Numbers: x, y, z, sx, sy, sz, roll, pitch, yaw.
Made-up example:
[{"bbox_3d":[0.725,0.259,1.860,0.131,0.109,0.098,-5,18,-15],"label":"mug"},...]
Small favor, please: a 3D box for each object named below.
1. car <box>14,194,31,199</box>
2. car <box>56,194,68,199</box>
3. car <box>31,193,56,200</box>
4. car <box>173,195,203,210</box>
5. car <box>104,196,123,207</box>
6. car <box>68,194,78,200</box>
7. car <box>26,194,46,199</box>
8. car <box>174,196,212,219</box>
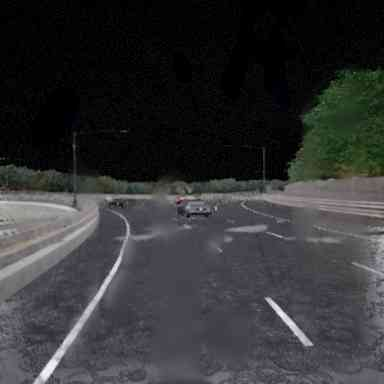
[{"bbox_3d":[-42.073,1.119,82.425,5.008,1.535,1.882,0,1,34],"label":"car"},{"bbox_3d":[-32.217,1.251,78.951,4.674,1.442,1.812,0,1,40],"label":"car"},{"bbox_3d":[-33.801,1.301,75.681,5.357,1.411,2.033,0,1,40],"label":"car"},{"bbox_3d":[-0.549,1.172,39.524,1.882,1.535,5.008,0,0,-21],"label":"car"},{"bbox_3d":[-10.696,1.265,45.195,1.837,1.490,4.892,0,0,-27],"label":"car"},{"bbox_3d":[-30.001,1.175,81.650,4.892,1.490,1.837,0,1,40],"label":"car"},{"bbox_3d":[-39.984,1.136,85.234,5.357,1.411,2.033,0,1,34],"label":"car"},{"bbox_3d":[-0.012,1.333,27.202,2.033,1.411,5.357,-1,0,-16],"label":"car"}]
